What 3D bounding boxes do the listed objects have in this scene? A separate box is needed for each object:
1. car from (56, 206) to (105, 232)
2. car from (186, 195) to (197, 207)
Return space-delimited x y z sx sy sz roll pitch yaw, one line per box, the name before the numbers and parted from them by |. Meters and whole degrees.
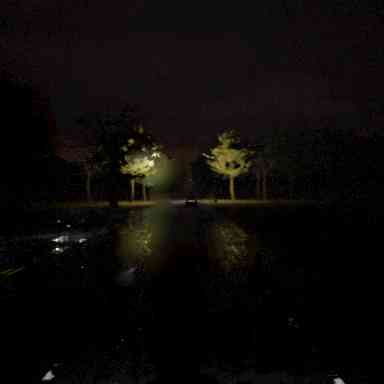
car | -6.868 1.654 21.062 1.812 1.442 4.674 0 0 2
car | -0.109 1.694 55.889 2.128 1.511 4.902 0 0 0
